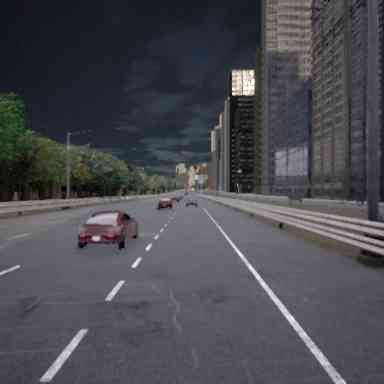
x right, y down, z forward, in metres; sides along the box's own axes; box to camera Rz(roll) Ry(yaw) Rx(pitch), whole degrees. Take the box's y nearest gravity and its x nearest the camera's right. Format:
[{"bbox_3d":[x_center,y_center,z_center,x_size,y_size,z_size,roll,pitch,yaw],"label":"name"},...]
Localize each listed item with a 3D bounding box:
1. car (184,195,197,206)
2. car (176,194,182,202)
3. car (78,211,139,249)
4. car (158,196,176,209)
[{"bbox_3d":[-0.060,1.628,57.276,2.033,1.411,5.357,0,0,0],"label":"car"},{"bbox_3d":[-3.801,1.643,77.694,1.837,1.490,4.892,0,0,0],"label":"car"},{"bbox_3d":[-3.511,1.530,14.476,1.812,1.442,4.674,0,0,0],"label":"car"},{"bbox_3d":[-3.604,1.530,45.837,1.882,1.535,5.008,0,0,0],"label":"car"}]
